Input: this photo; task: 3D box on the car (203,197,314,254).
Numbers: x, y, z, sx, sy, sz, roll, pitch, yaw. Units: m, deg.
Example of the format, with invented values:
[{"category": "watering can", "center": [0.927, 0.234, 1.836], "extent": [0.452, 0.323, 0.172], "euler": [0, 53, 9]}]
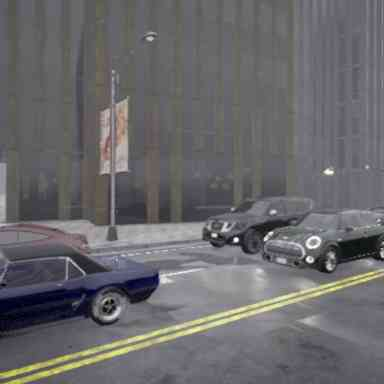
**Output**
[{"category": "car", "center": [3.081, 1.249, 13.864], "extent": [5.566, 2.045, 2.150], "euler": [0, 0, -35]}]

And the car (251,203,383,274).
[{"category": "car", "center": [4.383, 1.378, 10.798], "extent": [4.553, 1.767, 2.097], "euler": [0, 0, -35]}]

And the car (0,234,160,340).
[{"category": "car", "center": [-2.997, 1.603, 5.523], "extent": [4.718, 1.301, 1.895], "euler": [0, 0, -36]}]

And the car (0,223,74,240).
[{"category": "car", "center": [-4.872, 1.527, 8.188], "extent": [4.674, 1.442, 1.812], "euler": [0, 0, -35]}]
